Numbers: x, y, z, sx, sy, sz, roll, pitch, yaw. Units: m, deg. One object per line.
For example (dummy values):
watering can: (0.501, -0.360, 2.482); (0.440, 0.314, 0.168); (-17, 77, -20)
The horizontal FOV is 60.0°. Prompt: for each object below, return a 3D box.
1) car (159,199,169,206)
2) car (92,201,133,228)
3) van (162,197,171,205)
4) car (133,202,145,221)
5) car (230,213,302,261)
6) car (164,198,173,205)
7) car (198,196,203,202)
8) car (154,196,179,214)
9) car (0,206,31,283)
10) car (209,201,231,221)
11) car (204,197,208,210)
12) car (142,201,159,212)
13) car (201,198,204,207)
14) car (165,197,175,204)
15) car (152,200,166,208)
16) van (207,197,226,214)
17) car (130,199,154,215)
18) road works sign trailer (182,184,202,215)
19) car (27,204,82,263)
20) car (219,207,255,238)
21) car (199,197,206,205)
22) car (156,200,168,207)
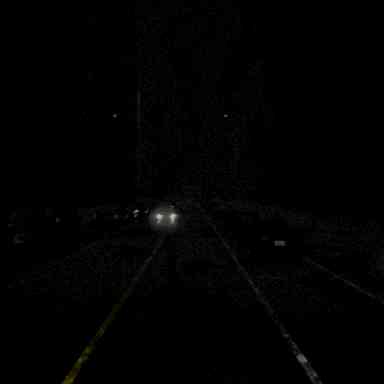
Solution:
car: (-5.685, 2.143, 68.497); (1.752, 1.417, 4.829); (0, -1, 0)
car: (-5.735, 1.647, 23.794); (1.967, 1.590, 4.097); (0, -1, 0)
van: (-5.678, 2.014, 74.278); (1.690, 1.788, 3.998); (0, -1, 0)
car: (-5.729, 1.808, 29.402); (2.008, 1.369, 4.403); (0, -1, 0)
car: (2.778, 1.675, 12.581); (1.947, 1.339, 4.313); (0, 0, 0)
car: (-5.672, 2.167, 79.886); (1.967, 1.590, 4.097); (0, -1, 0)
car: (2.841, 1.935, 68.672); (2.192, 1.841, 5.009); (0, -1, 0)
car: (-3.048, 1.705, 40.135); (2.097, 1.767, 4.553); (0, -1, 0)
car: (-5.753, 1.375, 6.967); (2.192, 1.841, 5.009); (0, 0, 0)
car: (2.796, 1.802, 29.408); (1.887, 1.381, 4.507); (0, -1, 0)
car: (2.809, 1.798, 40.626); (1.967, 1.590, 4.097); (0, -1, 0)
car: (-5.710, 1.974, 46.230); (1.947, 1.339, 4.313); (0, -1, 0)
car: (2.822, 2.026, 51.843); (1.947, 1.339, 4.313); (0, -1, 0)
car: (-5.666, 2.096, 85.496); (2.192, 1.841, 5.009); (0, -1, 0)
car: (-5.697, 2.063, 57.448); (2.008, 1.369, 4.403); (0, -1, 0)
van: (2.803, 1.649, 35.018); (1.690, 1.788, 3.998); (0, -1, 0)
car: (-5.722, 1.622, 35.014); (2.192, 1.841, 5.009); (0, -1, 0)
road works sign trailer: (0.044, 0.811, 39.363); (2.380, 3.560, 2.880); (0, -1, 0)
car: (-5.747, 1.424, 12.576); (2.192, 1.841, 5.009); (0, 0, 0)
car: (2.784, 1.724, 18.190); (1.947, 1.339, 4.313); (0, -1, 0)
car: (2.834, 2.148, 63.060); (1.802, 1.307, 4.206); (0, -1, 0)
car: (-5.691, 2.148, 63.057); (1.802, 1.307, 4.206); (0, -1, 0)
